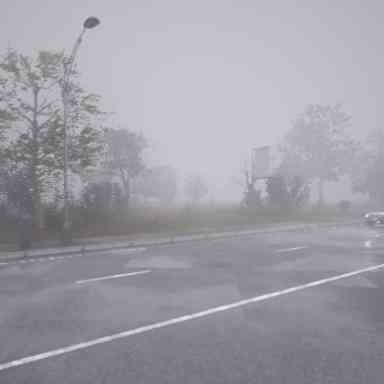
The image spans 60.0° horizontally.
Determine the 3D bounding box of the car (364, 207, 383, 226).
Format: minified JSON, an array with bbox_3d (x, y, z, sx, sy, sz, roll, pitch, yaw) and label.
[{"bbox_3d":[13.527,1.604,22.239,4.718,1.301,1.895,0,0,-35],"label":"car"}]
